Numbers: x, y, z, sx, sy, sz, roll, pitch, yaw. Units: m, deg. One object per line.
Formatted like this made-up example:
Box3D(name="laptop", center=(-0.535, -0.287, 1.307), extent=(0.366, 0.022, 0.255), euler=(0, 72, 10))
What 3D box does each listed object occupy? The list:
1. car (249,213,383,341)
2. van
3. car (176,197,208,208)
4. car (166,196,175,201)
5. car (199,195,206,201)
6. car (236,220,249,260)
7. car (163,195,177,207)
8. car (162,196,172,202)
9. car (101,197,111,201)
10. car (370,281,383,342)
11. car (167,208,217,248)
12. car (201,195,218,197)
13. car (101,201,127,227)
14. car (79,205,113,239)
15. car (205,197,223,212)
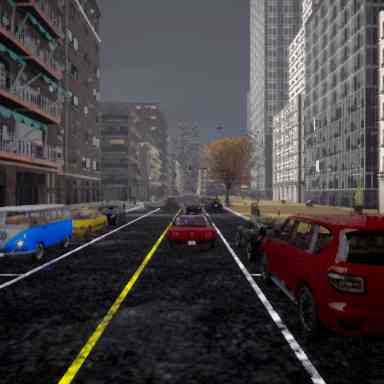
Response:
Box3D(name="car", center=(2.693, 1.313, 6.442), extent=(2.192, 1.841, 5.009), euler=(0, 0, 0))
Box3D(name="van", center=(-5.688, 1.340, 11.964), extent=(1.690, 1.788, 3.998), euler=(0, 0, 0))
Box3D(name="car", center=(0.000, 1.507, 29.650), extent=(2.128, 1.511, 4.902), euler=(0, 0, 0))
Box3D(name="car", center=(-5.689, 1.646, 88.555), extent=(2.008, 1.369, 4.403), euler=(0, 0, 0))
Box3D(name="car", center=(2.691, 1.621, 88.725), extent=(1.752, 1.417, 4.829), euler=(0, 0, 0))
Box3D(name="car", center=(2.693, 1.565, 11.963), extent=(1.947, 1.339, 4.313), euler=(0, 0, 0))
Box3D(name="car", center=(-3.000, 1.546, 50.650), extent=(1.882, 1.535, 5.008), euler=(0, 0, 0))
Box3D(name="car", center=(-5.689, 1.624, 77.489), extent=(2.008, 1.369, 4.403), euler=(0, 0, 0))
Box3D(name="car", center=(-16.425, 1.382, 58.084), extent=(4.403, 1.369, 2.008), euler=(1, -1, -1))
Box3D(name="car", center=(2.693, 1.548, 0.918), extent=(2.008, 1.369, 4.403), euler=(0, 0, 0))
Box3D(name="car", center=(0.000, 1.618, 14.680), extent=(1.895, 1.301, 4.718), euler=(0, 0, 0))
Box3D(name="car", center=(2.693, 1.342, 45.101), extent=(2.192, 1.841, 5.009), euler=(0, 0, 0))
Box3D(name="car", center=(-5.689, 1.571, 23.010), extent=(1.947, 1.339, 4.313), euler=(0, 0, 0))
Box3D(name="car", center=(-5.688, 1.527, 17.317), extent=(1.752, 1.417, 4.829), euler=(0, 0, 0))
Box3D(name="car", center=(2.692, 1.587, 39.578), extent=(1.947, 1.339, 4.313), euler=(0, 0, 0))
